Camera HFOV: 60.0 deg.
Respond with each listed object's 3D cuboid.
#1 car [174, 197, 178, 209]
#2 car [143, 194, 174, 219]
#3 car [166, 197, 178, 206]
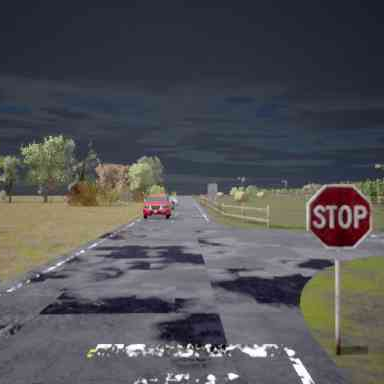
[{"bbox_3d":[-3.147,1.508,41.836,2.128,1.511,4.902,0,0,-1],"label":"car"},{"bbox_3d":[-2.993,1.228,29.528,2.150,2.045,5.566,0,0,-1],"label":"car"},{"bbox_3d":[-3.295,1.559,54.932,1.812,1.442,4.674,0,0,-1],"label":"car"}]
